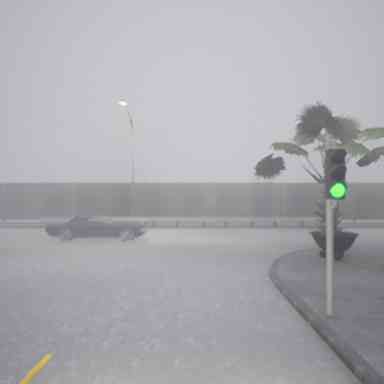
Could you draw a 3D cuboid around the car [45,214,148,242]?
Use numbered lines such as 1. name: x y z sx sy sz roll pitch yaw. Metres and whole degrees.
1. car: -4.582 1.743 16.573 4.718 1.301 1.895 0 0 0
